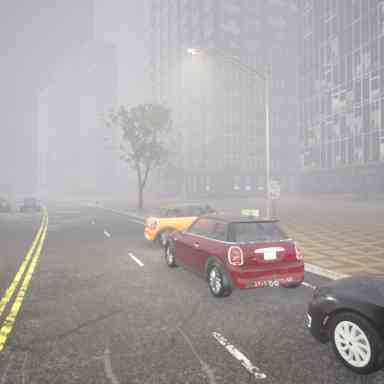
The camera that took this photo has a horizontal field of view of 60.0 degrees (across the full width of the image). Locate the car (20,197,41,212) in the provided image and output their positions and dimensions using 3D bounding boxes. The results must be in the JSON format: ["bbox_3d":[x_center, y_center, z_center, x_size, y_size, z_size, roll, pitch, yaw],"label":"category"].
[{"bbox_3d":[-19.072,1.391,39.341,2.097,1.767,4.553,0,0,-24],"label":"car"}]

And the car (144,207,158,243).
[{"bbox_3d":[0.246,1.276,14.604,4.553,1.767,2.097,-3,1,-18],"label":"car"}]

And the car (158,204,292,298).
[{"bbox_3d":[0.821,1.355,8.916,2.097,1.767,4.553,0,0,-22],"label":"car"}]

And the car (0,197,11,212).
[{"bbox_3d":[-22.033,1.389,38.002,2.097,1.767,4.553,0,0,-24],"label":"car"}]

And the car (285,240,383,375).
[{"bbox_3d":[3.588,1.505,3.462,1.837,1.490,4.892,0,0,-36],"label":"car"}]
